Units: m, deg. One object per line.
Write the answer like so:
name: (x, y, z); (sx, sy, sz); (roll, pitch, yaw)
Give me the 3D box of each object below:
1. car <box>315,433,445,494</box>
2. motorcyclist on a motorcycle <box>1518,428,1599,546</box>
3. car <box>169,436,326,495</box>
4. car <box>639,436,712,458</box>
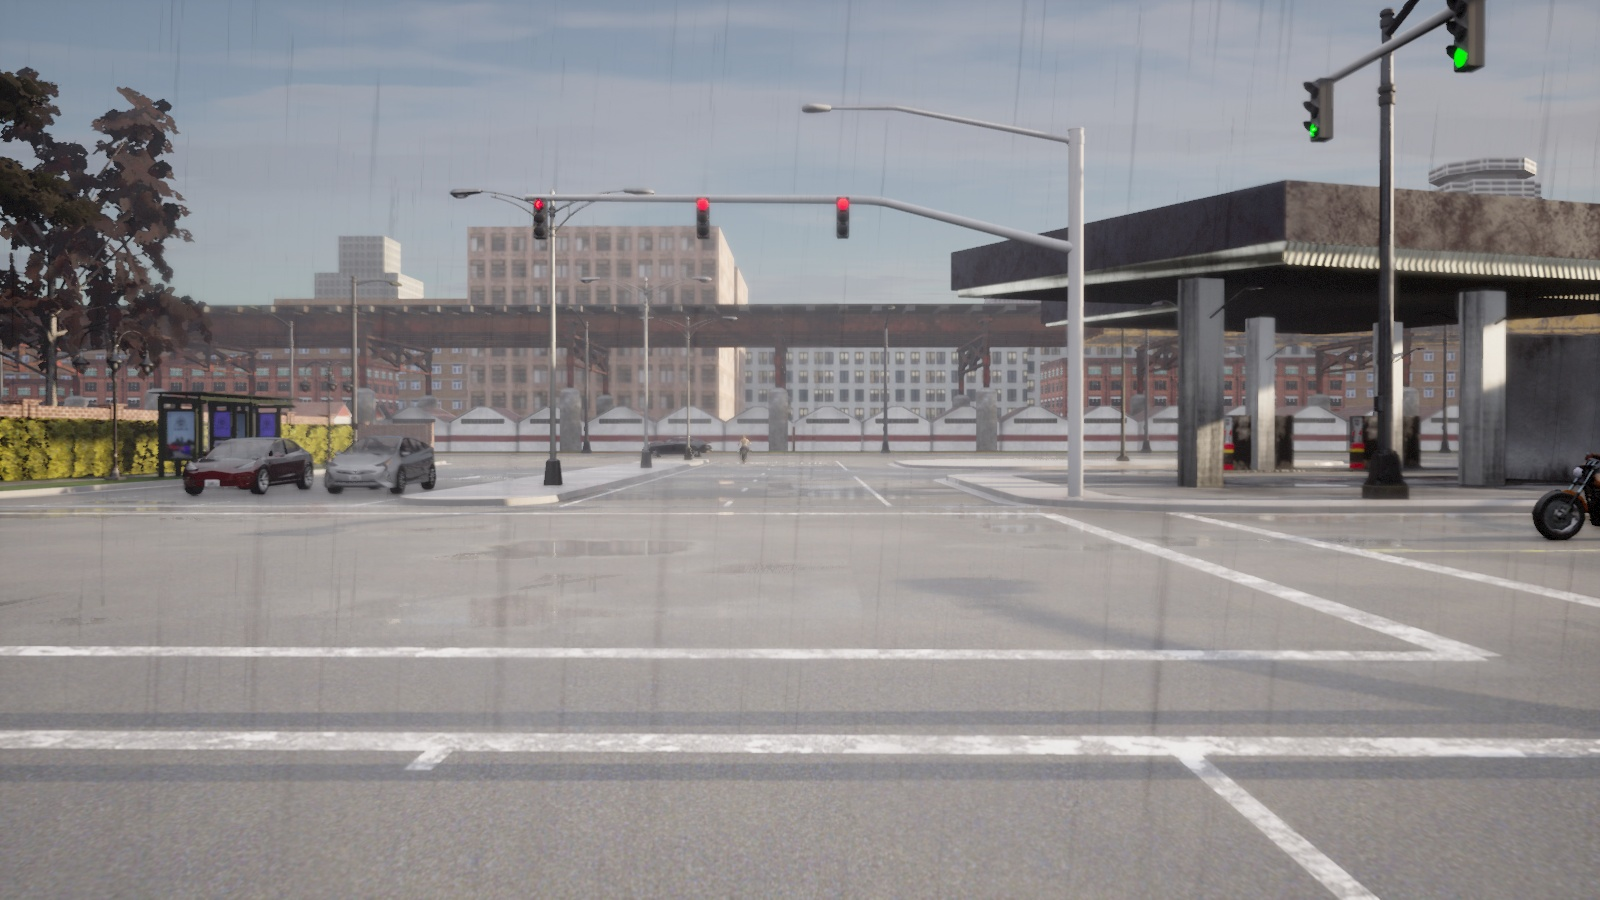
car: (-11.294, 0.317, 34.120); (2.007, 1.525, 4.514); (0, 1, 0)
motorcyclist on a motorcycle: (11.652, 0.513, 17.928); (2.350, 1.649, 0.766); (0, 1, -1)
car: (-14.815, 0.369, 34.024); (2.163, 1.488, 4.792); (0, 1, 0)
car: (-8.688, -0.247, 87.757); (4.902, 1.511, 2.128); (0, 1, 1)
